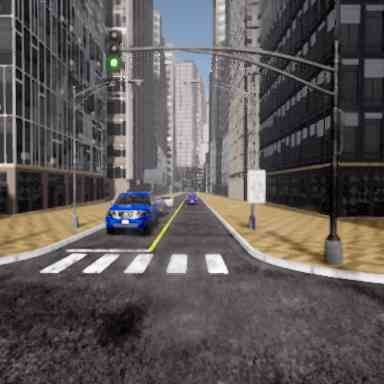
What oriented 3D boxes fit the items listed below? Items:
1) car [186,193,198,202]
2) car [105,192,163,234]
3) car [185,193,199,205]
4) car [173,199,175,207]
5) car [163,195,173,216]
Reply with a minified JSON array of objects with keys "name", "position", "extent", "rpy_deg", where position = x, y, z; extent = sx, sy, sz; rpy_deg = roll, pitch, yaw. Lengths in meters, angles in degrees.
[{"name":"car","position":[0.015,0.936,57.943],"extent":[2.128,1.511,4.902],"rpy_deg":[0,0,0]},{"name":"car","position":[-3.088,1.011,18.224],"extent":[2.150,2.045,5.566],"rpy_deg":[0,1,0]},{"name":"car","position":[0.013,1.056,47.926],"extent":[1.812,1.442,4.674],"rpy_deg":[0,0,0]},{"name":"car","position":[-3.071,1.131,38.482],"extent":[1.812,1.442,4.674],"rpy_deg":[0,1,0]},{"name":"car","position":[-3.081,1.243,28.477],"extent":[2.033,1.411,5.357],"rpy_deg":[0,1,0]}]
